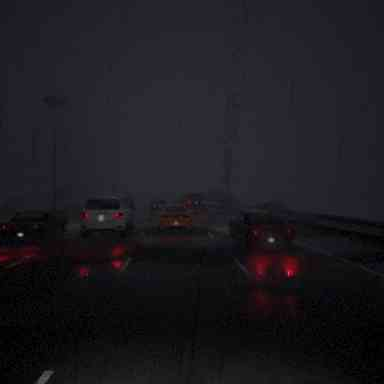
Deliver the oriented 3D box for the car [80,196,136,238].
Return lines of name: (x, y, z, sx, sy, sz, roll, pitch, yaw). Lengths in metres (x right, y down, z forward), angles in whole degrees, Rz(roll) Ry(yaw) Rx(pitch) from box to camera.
car: (-4.386, 1.211, 17.842, 2.150, 2.045, 5.566, 0, 0, -5)

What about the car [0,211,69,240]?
car: (-7.818, 1.602, 16.992, 1.895, 1.301, 4.718, 0, 0, -5)

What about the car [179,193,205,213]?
car: (-0.060, 1.162, 36.664, 2.150, 2.045, 5.566, 0, 0, -11)

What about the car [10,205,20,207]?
car: (-23.711, 1.506, 45.115, 2.128, 1.511, 4.902, 0, 0, -15)

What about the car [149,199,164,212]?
car: (-3.845, 1.501, 37.858, 2.033, 1.411, 5.357, 0, 0, -11)

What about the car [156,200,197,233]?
car: (-1.060, 1.450, 19.685, 1.882, 1.535, 5.008, 0, 0, -6)

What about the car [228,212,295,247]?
car: (2.898, 1.567, 14.981, 1.895, 1.301, 4.718, 0, 0, -4)

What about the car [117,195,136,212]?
car: (-7.589, 1.318, 38.459, 2.097, 1.767, 4.553, 0, 0, -12)
